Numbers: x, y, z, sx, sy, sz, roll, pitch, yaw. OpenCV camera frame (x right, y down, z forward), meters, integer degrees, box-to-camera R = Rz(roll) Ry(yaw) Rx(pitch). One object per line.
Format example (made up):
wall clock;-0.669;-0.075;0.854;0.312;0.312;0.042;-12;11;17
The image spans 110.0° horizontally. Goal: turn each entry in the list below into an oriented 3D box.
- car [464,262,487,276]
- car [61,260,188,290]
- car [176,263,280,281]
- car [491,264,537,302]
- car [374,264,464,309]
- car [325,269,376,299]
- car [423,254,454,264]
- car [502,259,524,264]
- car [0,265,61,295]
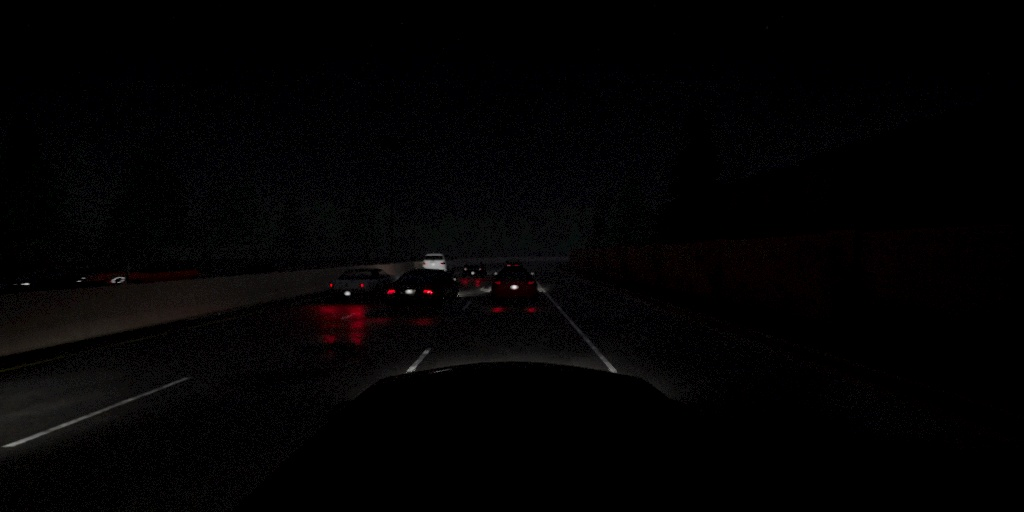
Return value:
car;-3.403;1.176;33.428;1.895;1.301;4.718;0;0;0
car;-17.600;1.017;17.181;2.097;1.767;4.553;0;0;0
car;-14.101;1.162;18.605;1.837;1.490;4.892;0;0;0
car;0.099;1.232;16.612;1.994;1.385;4.181;0;0;0
car;-3.401;1.228;14.369;2.033;1.411;5.357;0;0;0
car;-6.902;1.265;17.260;1.895;1.301;4.718;0;0;0
car;-6.902;0.793;34.138;2.150;2.045;5.566;0;0;0
car;0.097;1.059;34.921;2.128;1.511;4.902;0;0;0
car;-21.100;1.157;17.075;2.128;1.511;4.902;0;0;0
